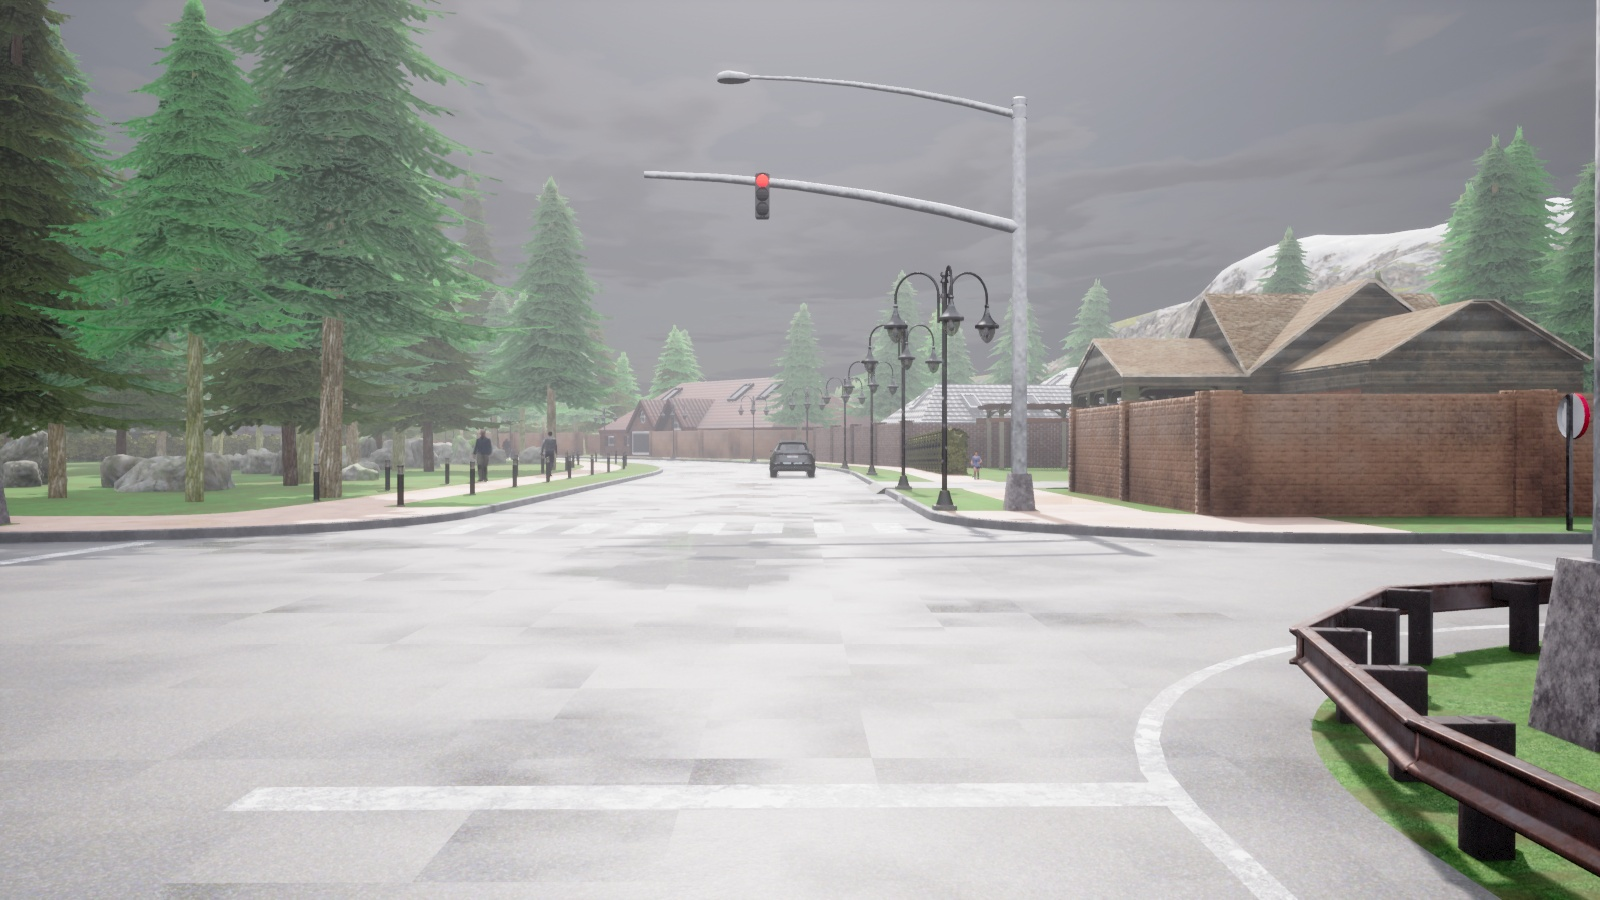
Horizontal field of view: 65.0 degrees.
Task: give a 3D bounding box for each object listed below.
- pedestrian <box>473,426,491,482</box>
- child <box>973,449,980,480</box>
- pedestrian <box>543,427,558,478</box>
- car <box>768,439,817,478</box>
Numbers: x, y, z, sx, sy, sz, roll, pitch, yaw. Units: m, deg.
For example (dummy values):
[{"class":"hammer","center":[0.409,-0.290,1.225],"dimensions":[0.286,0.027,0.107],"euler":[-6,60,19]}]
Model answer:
[{"class":"pedestrian","center":[-10.566,0.128,41.782],"dimensions":[0.402,1.842,0.726],"euler":[0,0,1]},{"class":"child","center":[6.264,0.515,44.627],"dimensions":[0.255,1.110,0.394],"euler":[0,0,8]},{"class":"pedestrian","center":[-9.702,0.089,48.803],"dimensions":[0.423,1.949,0.788],"euler":[0,0,0]},{"class":"car","center":[-0.341,0.335,55.285],"dimensions":[2.033,1.649,4.856],"euler":[0,0,-1]}]
